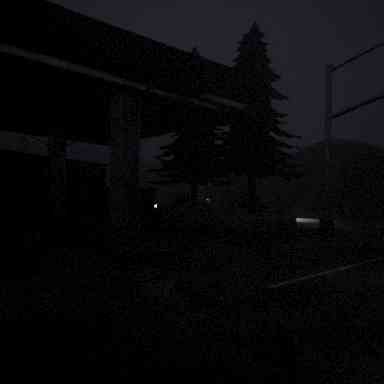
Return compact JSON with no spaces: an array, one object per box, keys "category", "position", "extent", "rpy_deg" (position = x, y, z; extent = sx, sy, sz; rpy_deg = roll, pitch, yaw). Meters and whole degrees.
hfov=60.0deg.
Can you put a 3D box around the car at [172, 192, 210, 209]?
[{"category":"car","position":[-0.135,0.781,33.537],"extent":[2.097,1.767,4.553],"rpy_deg":[0,2,-36]}]

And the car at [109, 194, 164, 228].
[{"category":"car","position":[-3.316,1.028,19.165],"extent":[1.905,1.878,3.866],"rpy_deg":[0,2,-36]}]

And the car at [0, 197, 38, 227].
[{"category":"car","position":[-10.447,1.126,19.340],"extent":[2.242,1.667,4.611],"rpy_deg":[0,2,-36]}]

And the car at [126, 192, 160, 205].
[{"category":"car","position":[-6.295,0.730,42.194],"extent":[2.033,1.411,5.357],"rpy_deg":[0,2,-35]}]

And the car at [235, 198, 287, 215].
[{"category":"car","position":[5.295,1.210,25.913],"extent":[1.994,1.385,4.181],"rpy_deg":[0,2,-35]}]
